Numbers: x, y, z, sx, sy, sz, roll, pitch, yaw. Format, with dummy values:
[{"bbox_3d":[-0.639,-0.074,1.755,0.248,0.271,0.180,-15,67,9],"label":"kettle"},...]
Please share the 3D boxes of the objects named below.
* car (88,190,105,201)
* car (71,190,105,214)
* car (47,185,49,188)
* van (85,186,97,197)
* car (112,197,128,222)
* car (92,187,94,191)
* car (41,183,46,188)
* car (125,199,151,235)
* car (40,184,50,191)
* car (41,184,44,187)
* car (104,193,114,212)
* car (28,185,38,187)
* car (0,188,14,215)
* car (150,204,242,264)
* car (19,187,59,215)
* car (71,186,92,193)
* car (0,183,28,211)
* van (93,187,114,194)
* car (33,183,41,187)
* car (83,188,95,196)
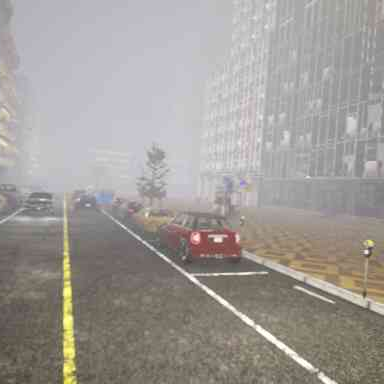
[{"bbox_3d":[-13.769,0.436,47.859,1.947,1.339,4.313,3,0,-21],"label":"car"},{"bbox_3d":[-8.392,0.878,26.574,1.994,1.385,4.181,4,0,-21],"label":"car"},{"bbox_3d":[-27.510,-0.528,60.324,1.802,1.307,4.206,3,0,-21],"label":"car"},{"bbox_3d":[-17.713,-0.092,58.175,1.690,1.788,3.998,3,0,-21],"label":"van"},{"bbox_3d":[-3.879,1.224,22.069,1.802,1.307,4.206,3,0,-21],"label":"car"},{"bbox_3d":[-11.849,0.543,42.858,1.752,1.417,4.829,3,0,-21],"label":"car"},{"bbox_3d":[-23.550,-0.263,50.008,1.887,1.381,4.507,3,0,-21],"label":"car"},{"bbox_3d":[-1.958,1.319,17.068,1.752,1.417,4.829,3,0,-21],"label":"car"},{"bbox_3d":[-33.444,-0.993,75.799,1.947,1.339,4.313,3,0,-21],"label":"car"},{"bbox_3d":[-21.573,-0.090,44.850,1.947,1.339,4.313,3,0,-21],"label":"car"},{"bbox_3d":[-5.857,1.068,27.226,1.802,1.307,4.206,3,0,-21],"label":"car"},{"bbox_3d":[-17.615,0.201,34.535,2.008,1.369,4.403,3,0,-21],"label":"car"},{"bbox_3d":[-11.619,0.646,18.901,1.752,1.417,4.829,3,0,-21],"label":"car"},{"bbox_3d":[0.086,1.395,11.751,1.967,1.590,4.097,3,0,-21],"label":"car"},{"bbox_3d":[-10.351,0.697,22.884,1.837,1.490,4.892,4,0,-21],"label":"car"},{"bbox_3d":[-13.163,0.418,39.005,1.882,1.535,5.008,4,0,-21],"label":"car"},{"bbox_3d":[-13.644,0.276,24.216,2.192,1.841,5.009,3,0,-21],"label":"car"},{"bbox_3d":[-9.798,0.518,37.541,1.690,1.788,3.998,3,0,-21],"label":"van"},{"bbox_3d":[-19.586,-0.063,39.691,1.967,1.590,4.097,3,0,-21],"label":"car"},{"bbox_3d":[-19.763,-0.063,63.491,1.752,1.417,4.829,3,0,-21],"label":"car"}]
